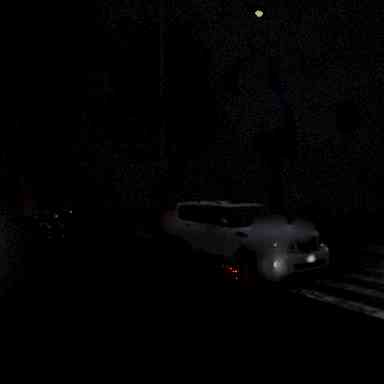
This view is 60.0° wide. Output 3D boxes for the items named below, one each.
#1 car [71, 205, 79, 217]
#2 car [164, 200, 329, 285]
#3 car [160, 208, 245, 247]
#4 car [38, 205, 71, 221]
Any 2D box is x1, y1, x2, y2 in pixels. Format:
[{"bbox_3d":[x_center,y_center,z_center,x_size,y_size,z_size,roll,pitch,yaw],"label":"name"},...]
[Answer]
[{"bbox_3d":[-14.920,2.241,39.516,1.994,1.385,4.181,0,-1,-34],"label":"car"},{"bbox_3d":[1.322,1.297,10.294,2.150,2.045,5.566,0,-1,-34],"label":"car"},{"bbox_3d":[0.329,1.668,17.016,1.837,1.490,4.892,0,-1,-34],"label":"car"},{"bbox_3d":[-13.885,2.052,32.762,2.128,1.511,4.902,0,-1,-34],"label":"car"}]
